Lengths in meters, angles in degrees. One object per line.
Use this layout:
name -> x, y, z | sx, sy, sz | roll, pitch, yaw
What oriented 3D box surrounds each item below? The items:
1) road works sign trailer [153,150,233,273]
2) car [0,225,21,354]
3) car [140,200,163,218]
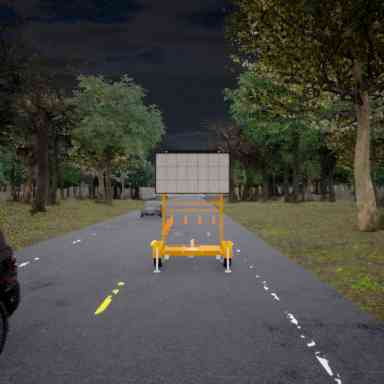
road works sign trailer -> 0.020, 0.464, 10.707 | 2.380, 3.560, 2.880 | 0, 0, 0
car -> -3.595, 1.222, 2.642 | 2.150, 2.045, 5.566 | 0, 0, 0
car -> -3.443, 1.494, 29.644 | 1.837, 1.490, 4.892 | 0, 0, 0
